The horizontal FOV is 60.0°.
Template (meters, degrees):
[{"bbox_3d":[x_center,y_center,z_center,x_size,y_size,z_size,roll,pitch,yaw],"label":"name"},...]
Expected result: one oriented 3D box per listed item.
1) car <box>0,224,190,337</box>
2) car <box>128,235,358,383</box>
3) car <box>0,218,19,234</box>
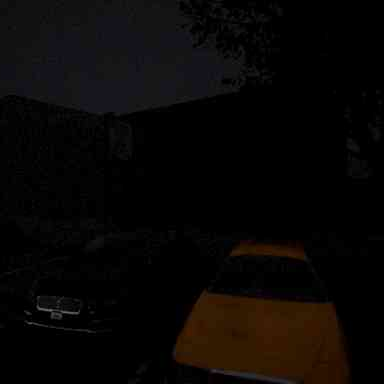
[{"bbox_3d":[-1.231,1.488,6.976,2.231,1.521,4.892,1,-1,16],"label":"car"},{"bbox_3d":[1.157,1.481,5.047,1.946,1.575,5.366,1,-1,16],"label":"car"},{"bbox_3d":[-8.552,1.530,12.212,2.002,1.452,4.674,1,-1,16],"label":"car"}]
